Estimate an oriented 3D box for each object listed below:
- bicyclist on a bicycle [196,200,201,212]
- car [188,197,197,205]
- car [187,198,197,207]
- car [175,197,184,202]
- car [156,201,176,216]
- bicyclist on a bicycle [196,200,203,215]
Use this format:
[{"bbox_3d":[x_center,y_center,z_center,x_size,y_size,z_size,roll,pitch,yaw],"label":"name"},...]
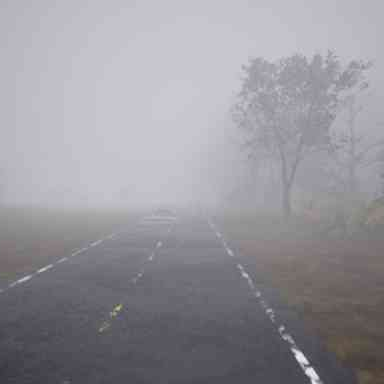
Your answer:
[{"bbox_3d":[0.839,1.905,45.202,0.582,1.620,1.656,-1,-1,0],"label":"bicyclist on a bicycle"},{"bbox_3d":[0.044,2.122,76.799,2.097,1.767,4.553,0,-1,0],"label":"car"},{"bbox_3d":[0.044,2.160,63.151,1.812,1.442,4.674,0,0,0],"label":"car"},{"bbox_3d":[-2.955,1.764,79.086,2.097,1.767,4.553,0,-1,0],"label":"car"},{"bbox_3d":[-3.073,1.985,38.197,1.895,1.301,4.718,0,-1,0],"label":"car"},{"bbox_3d":[0.865,1.806,36.950,0.866,1.612,1.509,-1,0,0],"label":"bicyclist on a bicycle"}]
